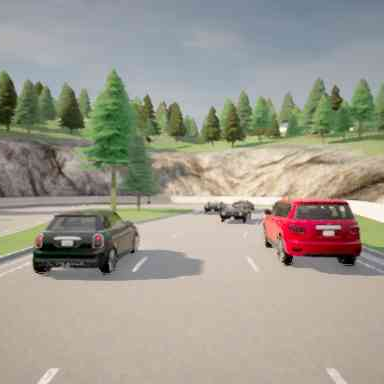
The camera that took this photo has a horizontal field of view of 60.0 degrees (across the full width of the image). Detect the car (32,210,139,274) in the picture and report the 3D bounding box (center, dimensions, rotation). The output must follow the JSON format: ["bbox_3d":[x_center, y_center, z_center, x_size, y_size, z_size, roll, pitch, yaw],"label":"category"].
[{"bbox_3d":[-3.132,1.348,10.754,2.097,1.767,4.553,0,0,3],"label":"car"}]

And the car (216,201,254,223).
[{"bbox_3d":[3.471,1.590,25.729,1.895,1.301,4.718,0,0,16],"label":"car"}]

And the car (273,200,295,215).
[{"bbox_3d":[9.683,1.550,35.322,1.994,1.385,4.181,0,0,11],"label":"car"}]

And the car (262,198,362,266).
[{"bbox_3d":[3.904,1.217,11.753,2.150,2.045,5.566,0,0,4],"label":"car"}]

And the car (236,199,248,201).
[{"bbox_3d":[6.174,1.548,41.106,1.994,1.385,4.181,0,0,-7],"label":"car"}]

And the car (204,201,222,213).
[{"bbox_3d":[2.646,1.587,35.996,1.895,1.301,4.718,0,0,14],"label":"car"}]
